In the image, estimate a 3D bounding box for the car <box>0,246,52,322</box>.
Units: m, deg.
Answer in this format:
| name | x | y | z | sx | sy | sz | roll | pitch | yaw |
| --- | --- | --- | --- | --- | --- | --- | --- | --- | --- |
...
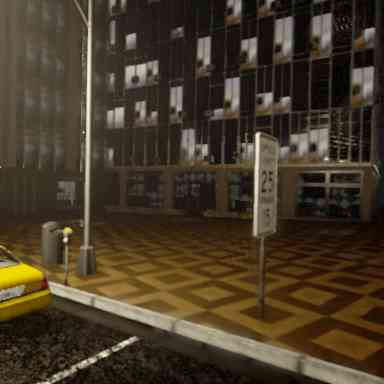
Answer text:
| name | x | y | z | sx | sy | sz | roll | pitch | yaw |
| --- | --- | --- | --- | --- | --- | --- | --- | --- | --- |
| car | -4.620 | 1.472 | 6.325 | 4.829 | 1.417 | 1.752 | 1 | 1 | 36 |
